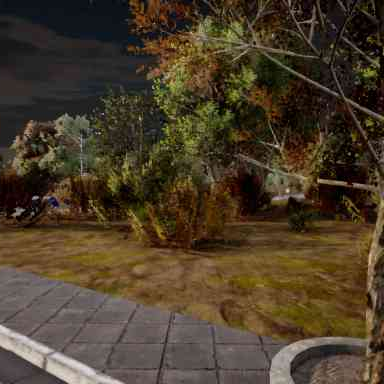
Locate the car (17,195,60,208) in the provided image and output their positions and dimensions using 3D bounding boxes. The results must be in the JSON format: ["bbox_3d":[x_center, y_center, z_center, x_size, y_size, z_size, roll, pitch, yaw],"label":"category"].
[{"bbox_3d":[-20.160,1.219,43.888,1.882,1.535,5.008,0,0,32],"label":"car"}]

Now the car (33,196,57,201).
[{"bbox_3d":[-17.642,1.244,41.315,1.882,1.535,5.008,0,0,32],"label":"car"}]
